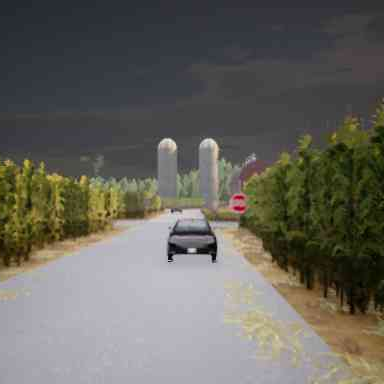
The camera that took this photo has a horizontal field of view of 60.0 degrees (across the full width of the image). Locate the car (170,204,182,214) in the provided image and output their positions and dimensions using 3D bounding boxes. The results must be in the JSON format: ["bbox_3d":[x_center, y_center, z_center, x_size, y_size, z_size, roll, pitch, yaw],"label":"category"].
[{"bbox_3d":[-3.109,3.349,66.992,2.150,2.045,5.566,0,-2,0],"label":"car"}]

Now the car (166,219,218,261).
[{"bbox_3d":[0.016,1.839,13.605,2.128,1.511,4.902,0,-2,0],"label":"car"}]
